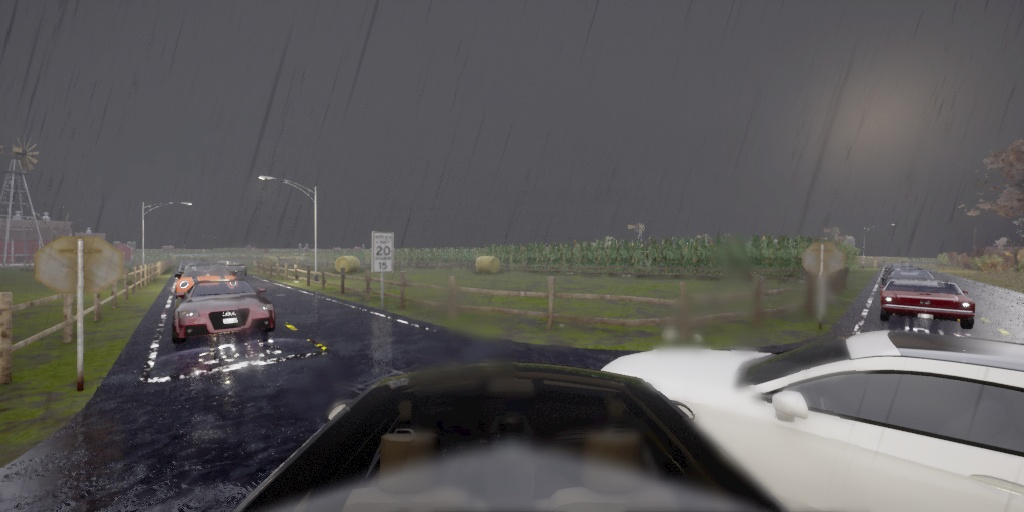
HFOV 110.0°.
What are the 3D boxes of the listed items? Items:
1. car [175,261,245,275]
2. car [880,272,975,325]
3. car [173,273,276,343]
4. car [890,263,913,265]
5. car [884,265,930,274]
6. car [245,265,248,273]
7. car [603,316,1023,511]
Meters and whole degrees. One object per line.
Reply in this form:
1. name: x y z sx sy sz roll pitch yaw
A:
1. car: -13.925 1.151 16.394 2.097 1.767 4.553 0 0 -42
2. car: 13.372 1.400 11.738 4.718 1.301 1.895 0 1 -44
3. car: -8.066 1.361 9.986 1.994 1.385 4.181 0 0 -43
4. car: 27.037 1.406 24.735 4.181 1.385 1.994 0 1 -44
5. car: 20.364 1.366 18.393 5.357 1.411 2.033 0 1 -44
6. car: -27.438 1.308 35.450 2.128 1.511 4.902 0 0 -42
7. car: 2.811 1.293 2.539 1.812 1.442 4.674 0 1 -45
